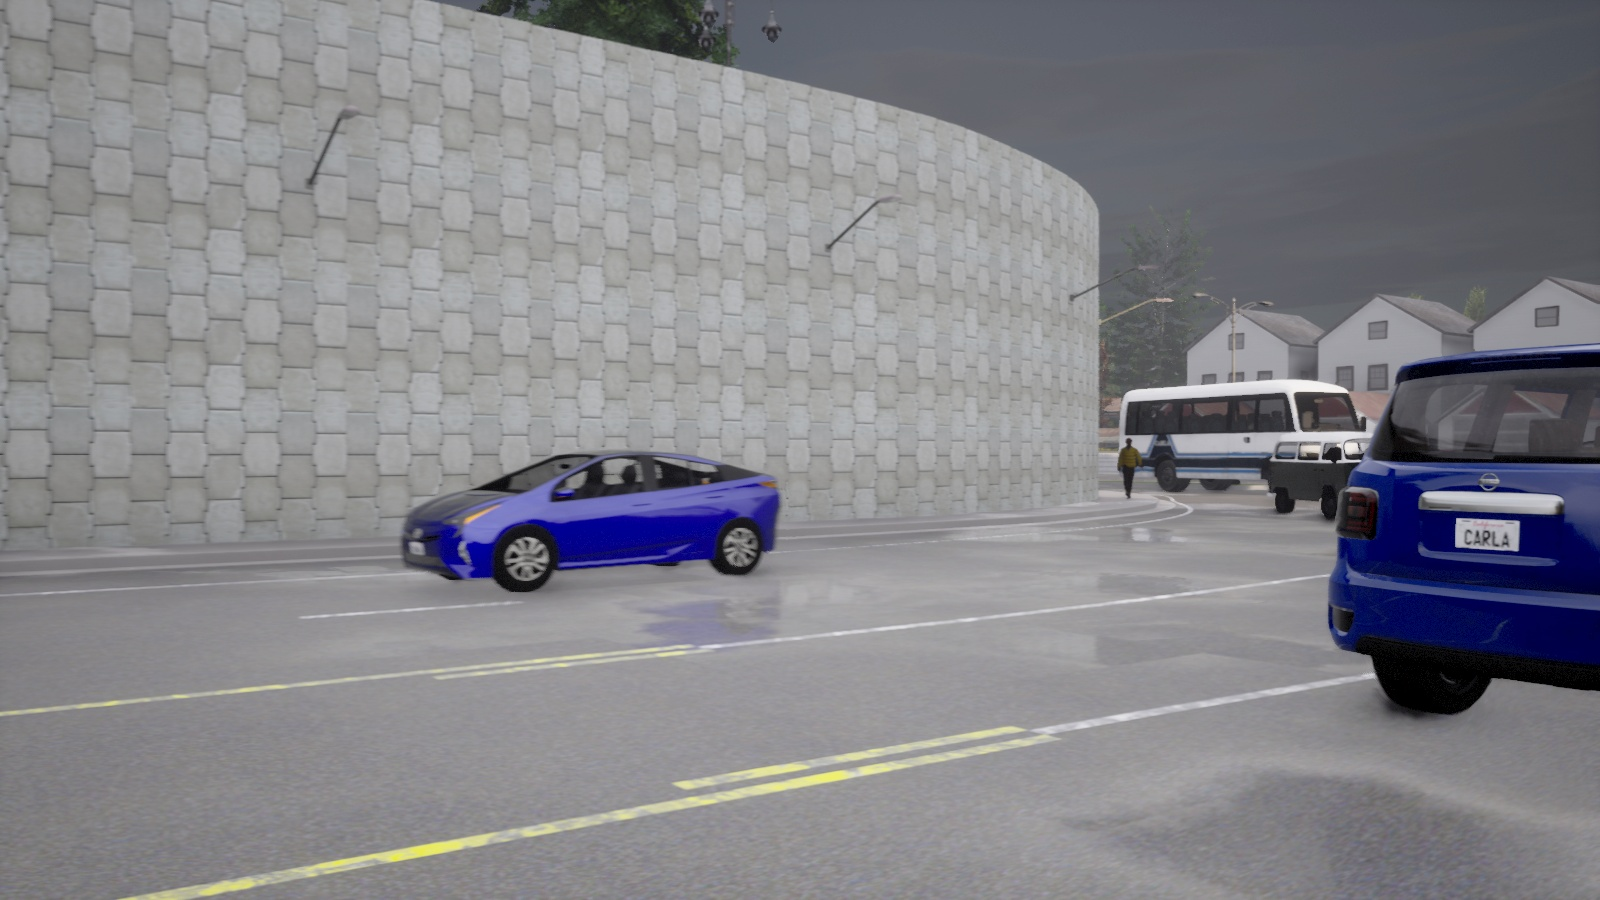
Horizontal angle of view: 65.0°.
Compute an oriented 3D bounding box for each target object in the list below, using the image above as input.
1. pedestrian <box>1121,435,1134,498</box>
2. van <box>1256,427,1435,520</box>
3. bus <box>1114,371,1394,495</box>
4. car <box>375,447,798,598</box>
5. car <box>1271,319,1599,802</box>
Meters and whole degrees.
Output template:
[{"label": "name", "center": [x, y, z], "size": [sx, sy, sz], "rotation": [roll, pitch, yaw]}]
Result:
[{"label": "pedestrian", "center": [9.589, 0.470, 36.789], "size": [0.370, 1.835, 0.726], "rotation": [0, 0, 15]}, {"label": "van", "center": [12.819, 0.514, 29.872], "size": [2.069, 2.038, 4.480], "rotation": [0, 0, -4]}, {"label": "bus", "center": [17.108, -0.549, 48.482], "size": [3.944, 4.253, 10.273], "rotation": [0, 0, -26]}, {"label": "car", "center": [-2.417, 0.733, 14.824], "size": [4.514, 1.525, 2.007], "rotation": [0, 0, -39]}, {"label": "car", "center": [5.422, 0.470, 7.295], "size": [5.566, 2.045, 2.150], "rotation": [0, 0, -33]}]
